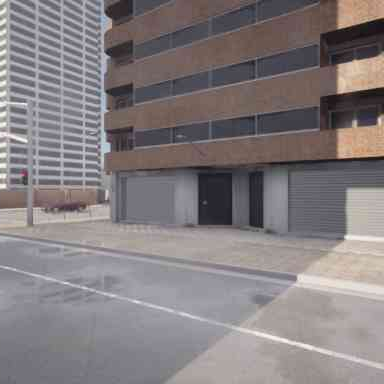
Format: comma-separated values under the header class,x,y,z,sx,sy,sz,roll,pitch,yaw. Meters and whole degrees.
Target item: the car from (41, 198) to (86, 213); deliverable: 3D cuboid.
class,x,y,z,sx,sy,sz,roll,pitch,yaw
car,-14.164,1.477,36.945,1.882,1.535,5.008,0,0,35
